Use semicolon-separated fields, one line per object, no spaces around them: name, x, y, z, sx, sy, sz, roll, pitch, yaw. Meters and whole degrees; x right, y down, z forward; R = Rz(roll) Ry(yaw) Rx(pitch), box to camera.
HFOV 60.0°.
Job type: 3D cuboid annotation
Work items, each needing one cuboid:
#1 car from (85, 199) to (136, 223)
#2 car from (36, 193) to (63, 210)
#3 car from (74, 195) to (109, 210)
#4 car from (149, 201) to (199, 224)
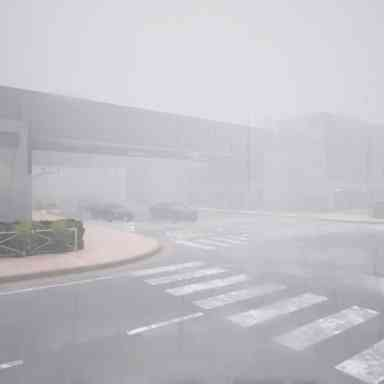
car;-6.352;1.547;26.161;2.033;1.411;5.357;0;0;-36
car;-18.958;1.350;43.637;2.097;1.767;4.553;0;0;-36
car;-12.290;1.490;40.351;2.128;1.511;4.902;0;0;-36
car;-1.477;1.477;25.397;1.882;1.535;5.008;0;0;-36
